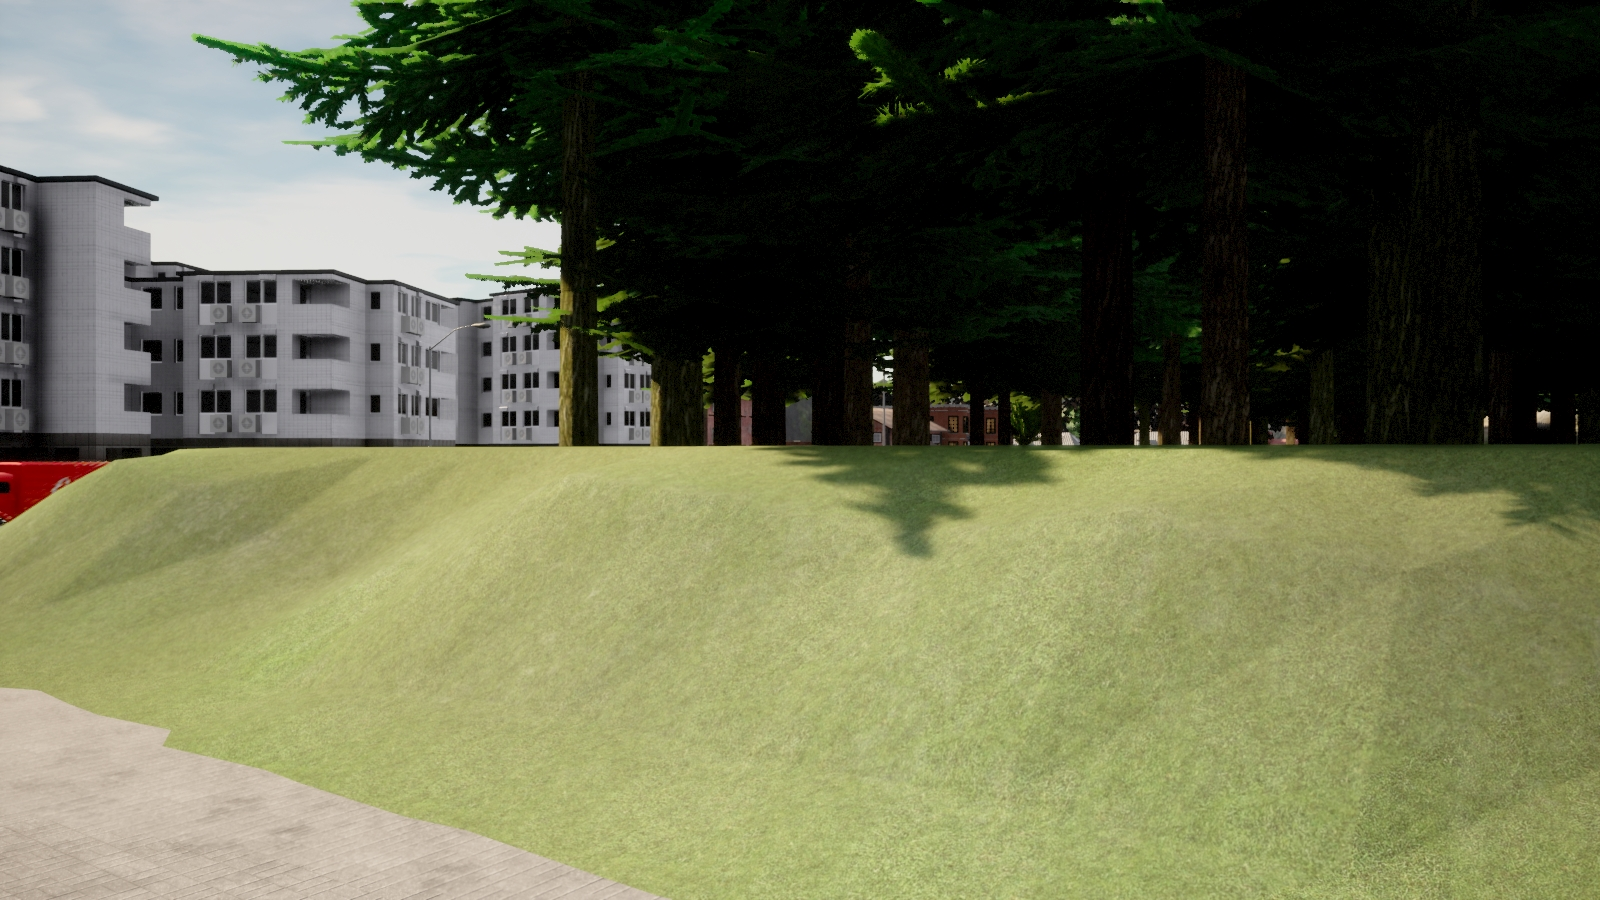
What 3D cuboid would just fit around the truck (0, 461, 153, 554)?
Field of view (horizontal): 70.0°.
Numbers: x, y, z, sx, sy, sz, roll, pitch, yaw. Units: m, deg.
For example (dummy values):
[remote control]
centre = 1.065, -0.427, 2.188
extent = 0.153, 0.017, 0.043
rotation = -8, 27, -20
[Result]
[truck]
centre = -21.910, 1.568, 32.757
extent = 2.627, 2.467, 5.204
rotation = 0, 0, 35
